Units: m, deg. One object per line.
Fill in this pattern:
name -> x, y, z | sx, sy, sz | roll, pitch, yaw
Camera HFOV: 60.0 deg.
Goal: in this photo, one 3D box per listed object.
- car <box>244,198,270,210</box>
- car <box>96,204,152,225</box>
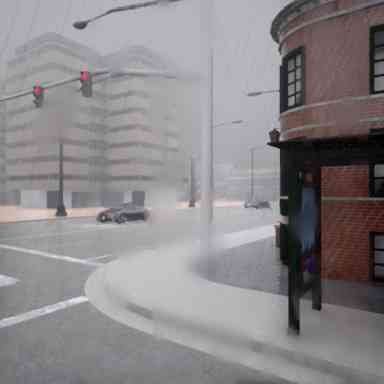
car -> 8.466, 1.489, 43.074 | 2.128, 1.511, 4.902 | 0, 0, 36
car -> -4.879, 1.561, 24.261 | 1.994, 1.385, 4.181 | 0, 0, 35
